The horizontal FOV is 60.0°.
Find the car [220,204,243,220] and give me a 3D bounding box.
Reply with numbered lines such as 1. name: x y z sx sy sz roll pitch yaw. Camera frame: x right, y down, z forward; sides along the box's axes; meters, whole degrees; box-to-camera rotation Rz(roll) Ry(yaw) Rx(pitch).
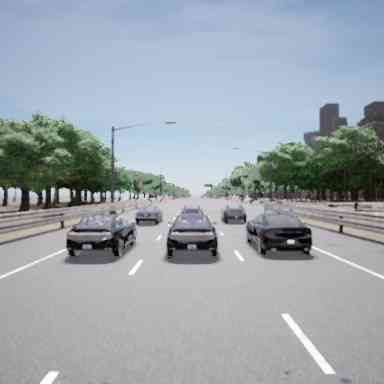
1. car: 3.521 1.783 28.498 2.128 1.511 4.902 0 0 0

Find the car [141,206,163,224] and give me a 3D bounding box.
1. car: -3.489 1.829 27.515 2.033 1.411 5.357 0 0 0

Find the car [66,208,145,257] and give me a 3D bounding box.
1. car: -3.479 1.635 13.511 2.128 1.511 4.902 0 0 0

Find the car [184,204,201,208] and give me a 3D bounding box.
1. car: 0.020 1.783 28.499 2.128 1.511 4.902 0 0 0

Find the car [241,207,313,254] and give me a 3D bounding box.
1. car: 3.527 1.627 14.243 1.882 1.535 5.008 0 0 0

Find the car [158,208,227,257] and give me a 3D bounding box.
1. car: 0.021 1.635 13.506 2.128 1.511 4.902 0 0 0
